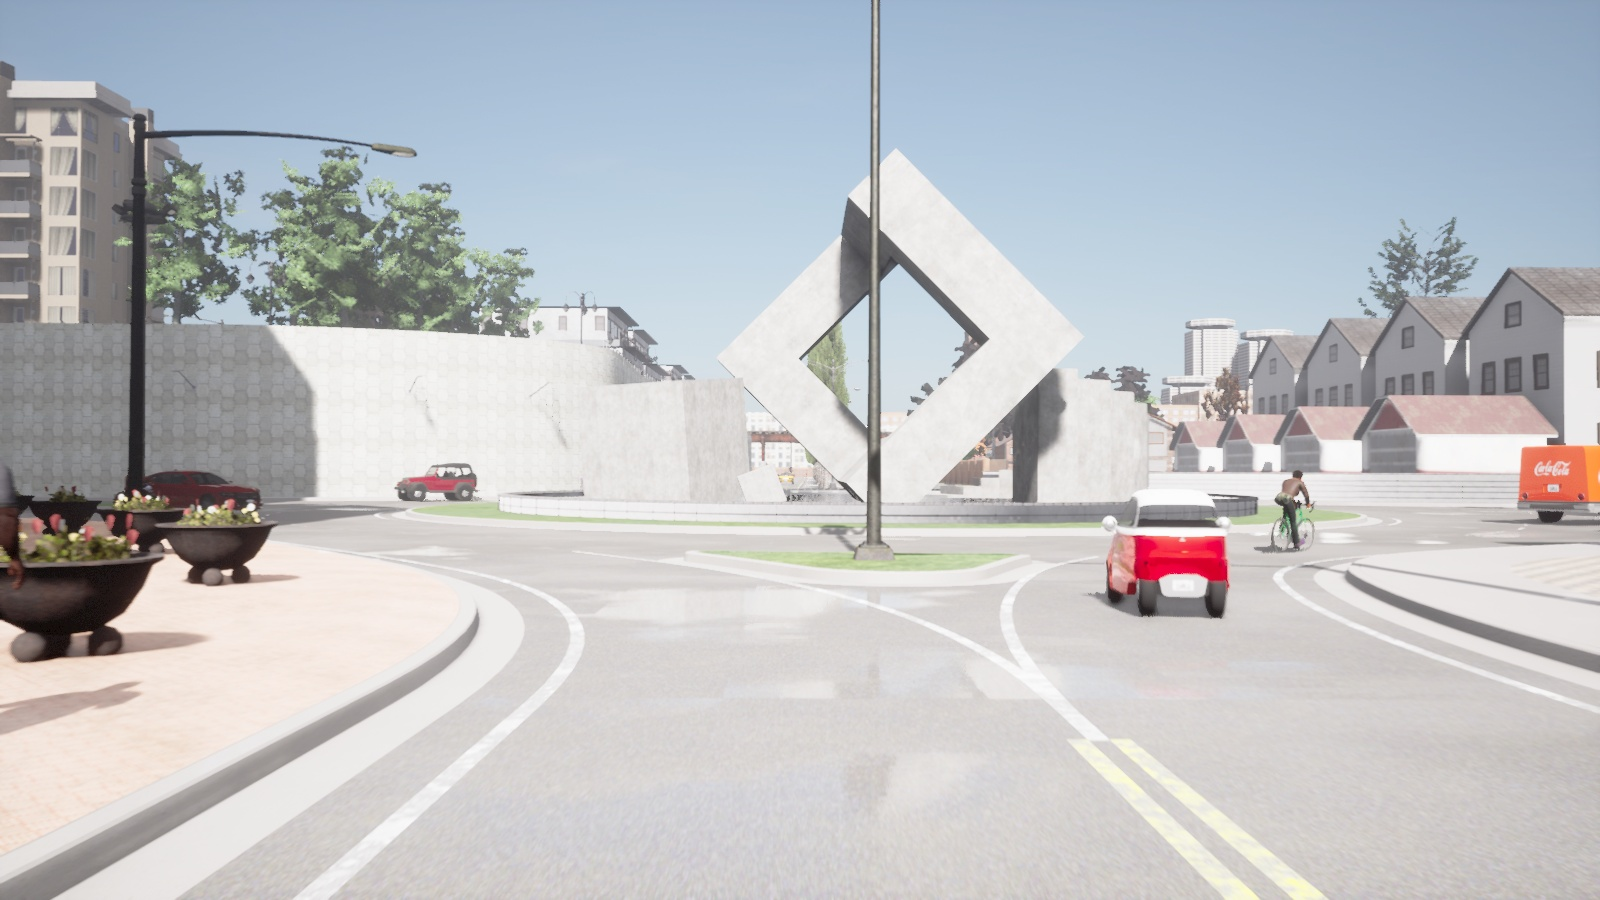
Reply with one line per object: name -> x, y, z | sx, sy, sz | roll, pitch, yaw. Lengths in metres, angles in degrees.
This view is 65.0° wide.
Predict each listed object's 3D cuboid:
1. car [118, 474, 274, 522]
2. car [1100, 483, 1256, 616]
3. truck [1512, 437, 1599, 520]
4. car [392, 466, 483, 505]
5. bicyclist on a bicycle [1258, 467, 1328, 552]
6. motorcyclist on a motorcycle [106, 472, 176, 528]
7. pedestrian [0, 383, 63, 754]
car -> -20.299, 1.580, 42.185 | 5.008, 1.535, 1.882 | -1, -1, 23
car -> 4.305, 1.096, 14.558 | 1.481, 1.376, 2.207 | -1, -1, 10
truck -> 25.530, 0.888, 39.613 | 5.204, 2.467, 2.627 | 0, -1, -22
car -> -17.676, 1.707, 61.302 | 3.866, 1.878, 1.905 | 0, -1, -35
bicyclist on a bicycle -> 9.718, 1.143, 24.730 | 1.656, 1.620, 0.582 | 1, -1, -41
motorcyclist on a motorcycle -> -19.897, 1.479, 37.907 | 2.350, 1.649, 0.766 | -1, 0, 31
pedestrian -> -4.352, 0.606, 6.511 | 0.563, 1.883, 0.849 | 0, -1, -1
